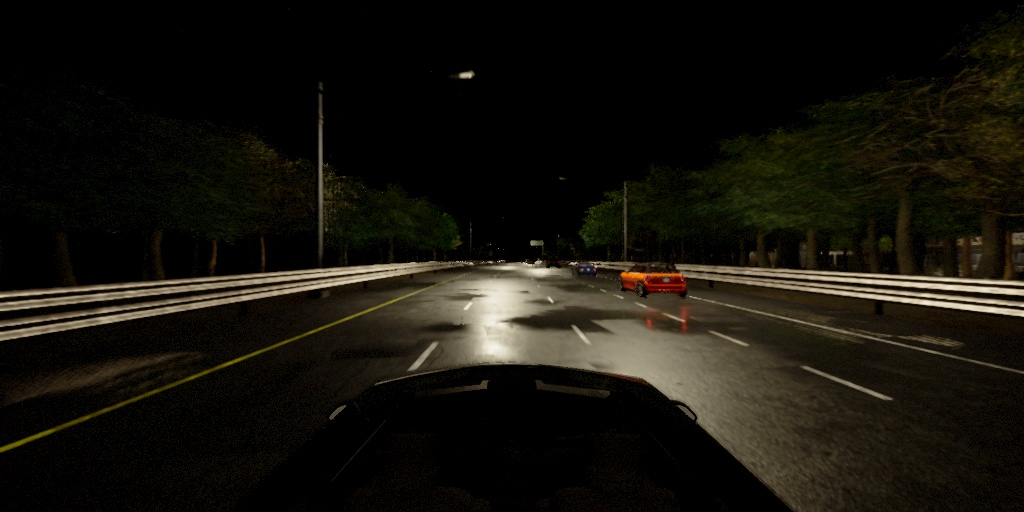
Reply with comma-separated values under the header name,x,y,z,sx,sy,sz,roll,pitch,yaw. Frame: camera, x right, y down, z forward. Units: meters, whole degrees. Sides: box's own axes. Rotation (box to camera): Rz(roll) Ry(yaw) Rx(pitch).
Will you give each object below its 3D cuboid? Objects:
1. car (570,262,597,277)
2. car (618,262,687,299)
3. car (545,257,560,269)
name,x,y,z,sx,sy,sz,roll,pitch,yaw
car,7.051,1.343,35.585,2.033,1.411,5.357,0,0,0
car,7.011,1.103,18.404,2.097,1.767,4.553,0,0,0
car,7.188,1.273,64.037,2.150,2.045,5.566,0,-1,0
